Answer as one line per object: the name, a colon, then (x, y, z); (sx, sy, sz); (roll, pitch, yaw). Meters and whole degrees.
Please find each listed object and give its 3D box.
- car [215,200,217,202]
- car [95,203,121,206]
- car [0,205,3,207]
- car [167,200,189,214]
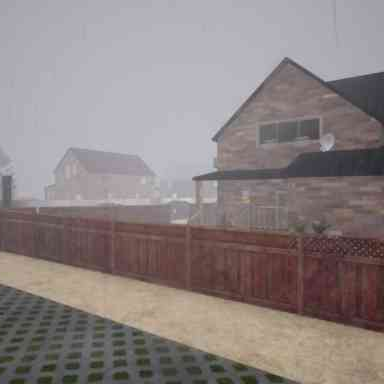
car: (4.162, 1.734, 46.141); (1.882, 1.535, 5.008); (0, 0, 36)
car: (-7.597, 1.670, 29.637); (2.033, 1.411, 5.357); (0, 0, 35)
car: (-13.485, 1.567, 21.200); (1.837, 1.490, 4.892); (0, 0, 33)
car: (-1.787, 1.691, 37.812); (1.837, 1.490, 4.892); (0, 0, 35)
